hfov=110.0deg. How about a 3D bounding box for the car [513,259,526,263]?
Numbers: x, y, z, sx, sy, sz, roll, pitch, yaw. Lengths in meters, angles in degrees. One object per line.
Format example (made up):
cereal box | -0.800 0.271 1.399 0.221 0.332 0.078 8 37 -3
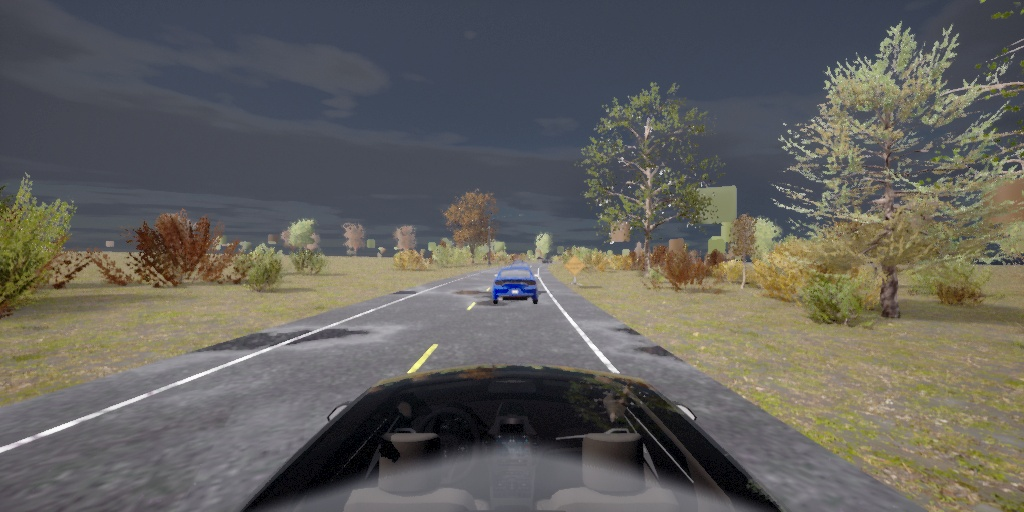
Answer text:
car | 0.712 1.258 31.370 1.882 1.535 5.008 0 0 3

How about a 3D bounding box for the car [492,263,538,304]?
car | 0.178 1.242 16.420 1.882 1.535 5.008 0 0 1

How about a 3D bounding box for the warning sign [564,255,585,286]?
warning sign | 3.894 0.875 22.194 1.300 1.860 1.060 0 0 2
